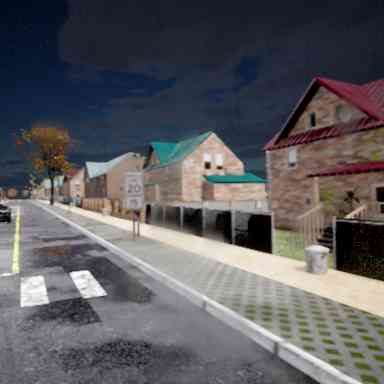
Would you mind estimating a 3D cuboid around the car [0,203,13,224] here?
[{"bbox_3d":[-15.170,1.625,26.057,1.882,1.535,5.008,-1,0,-27],"label":"car"}]
